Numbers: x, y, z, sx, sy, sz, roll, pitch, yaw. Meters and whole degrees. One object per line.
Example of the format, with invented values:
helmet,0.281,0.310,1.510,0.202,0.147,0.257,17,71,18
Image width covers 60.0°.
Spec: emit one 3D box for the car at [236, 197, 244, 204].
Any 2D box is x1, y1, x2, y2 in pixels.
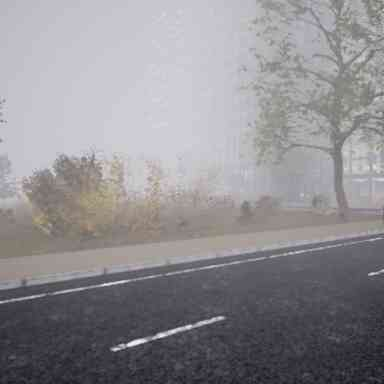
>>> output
car,7.081,1.234,57.352,2.097,1.767,4.553,1,0,-33
